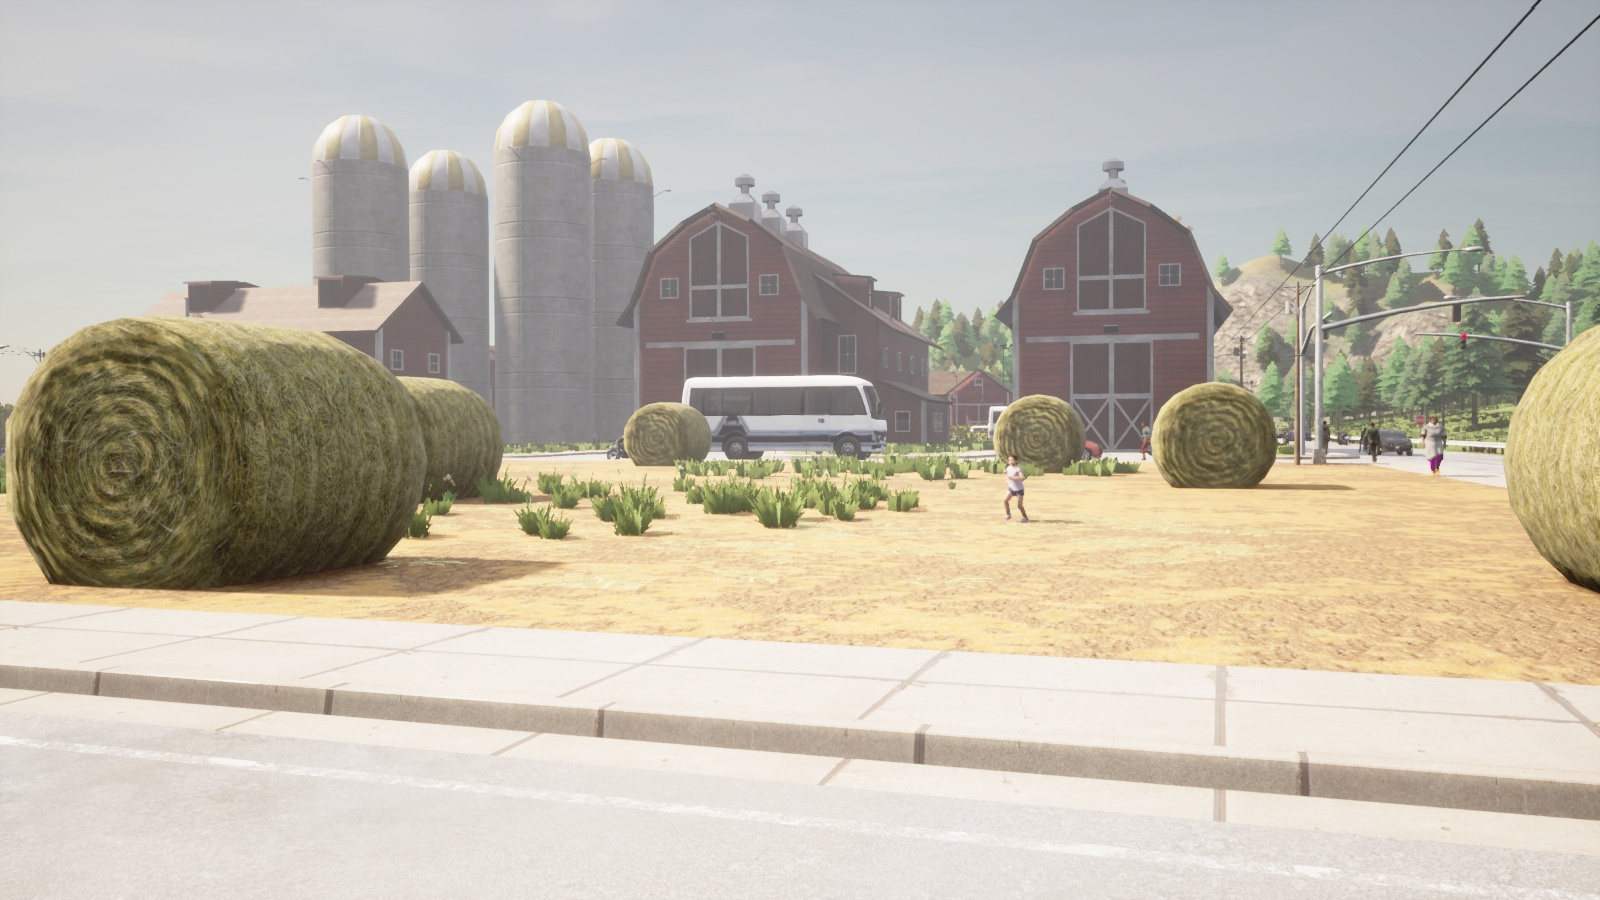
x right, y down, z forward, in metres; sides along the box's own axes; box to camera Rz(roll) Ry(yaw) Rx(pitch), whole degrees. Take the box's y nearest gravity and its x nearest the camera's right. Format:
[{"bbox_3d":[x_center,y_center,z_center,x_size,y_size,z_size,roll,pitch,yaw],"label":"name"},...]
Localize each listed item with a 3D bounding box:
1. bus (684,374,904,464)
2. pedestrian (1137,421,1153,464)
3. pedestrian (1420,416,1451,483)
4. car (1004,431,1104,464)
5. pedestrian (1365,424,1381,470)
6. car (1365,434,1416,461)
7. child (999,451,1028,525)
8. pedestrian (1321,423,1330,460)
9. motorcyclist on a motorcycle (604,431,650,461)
[{"bbox_3d":[-0.240,-1.542,62.431,10.273,4.253,3.944,0,1,15],"label":"bus"},{"bbox_3d":[15.062,-0.325,54.826,0.614,1.847,0.353,0,1,4],"label":"pedestrian"},{"bbox_3d":[18.686,-0.013,36.944,0.659,1.952,0.873,0,1,17],"label":"pedestrian"},{"bbox_3d":[11.986,-0.126,59.228,4.514,1.525,2.007,0,1,15],"label":"car"},{"bbox_3d":[24.687,-0.137,54.102,0.423,1.949,0.788,0,1,11],"label":"pedestrian"},{"bbox_3d":[33.967,-0.165,72.361,1.837,1.490,4.892,0,1,16],"label":"car"},{"bbox_3d":[3.250,0.573,19.114,0.255,1.110,0.394,1,1,41],"label":"child"},{"bbox_3d":[27.648,-0.446,66.084,0.396,1.930,0.692,1,1,26],"label":"pedestrian"},{"bbox_3d":[-8.915,-0.212,64.734,2.191,1.530,0.866,1,1,15],"label":"motorcyclist on a motorcycle"}]
